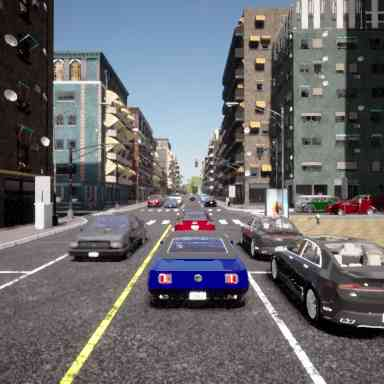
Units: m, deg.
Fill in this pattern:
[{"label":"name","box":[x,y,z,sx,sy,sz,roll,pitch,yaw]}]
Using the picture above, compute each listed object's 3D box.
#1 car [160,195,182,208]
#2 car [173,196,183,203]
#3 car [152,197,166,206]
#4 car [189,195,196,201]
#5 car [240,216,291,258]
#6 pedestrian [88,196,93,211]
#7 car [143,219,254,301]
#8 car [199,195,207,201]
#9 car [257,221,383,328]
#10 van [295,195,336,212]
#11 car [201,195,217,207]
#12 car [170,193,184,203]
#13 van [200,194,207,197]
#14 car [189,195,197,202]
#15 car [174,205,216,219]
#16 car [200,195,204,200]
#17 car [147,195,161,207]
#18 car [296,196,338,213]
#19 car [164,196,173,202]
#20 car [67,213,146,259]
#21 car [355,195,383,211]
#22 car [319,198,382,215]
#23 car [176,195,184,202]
[{"label":"car","box":[-2.993,1.566,48.647,2.033,1.411,5.357,0,0,1]},{"label":"car","box":[-2.854,1.591,68.590,1.994,1.385,4.181,0,0,0]},{"label":"car","box":[-5.552,1.566,56.294,1.887,1.381,4.507,1,0,0]},{"label":"car","box":[0.203,1.562,90.095,1.812,1.442,4.674,0,0,0]},{"label":"car","box":[2.858,1.555,12.471,2.008,1.369,4.403,1,0,0]},{"label":"pedestrian","box":[-12.437,1.348,40.663,0.375,1.860,0.375,0,0,1]},{"label":"car","box":[0.118,1.603,8.286,1.895,1.301,4.718,0,0,0]},{"label":"car","box":[2.903,1.582,89.661,1.887,1.381,4.507,1,0,0]},{"label":"car","box":[2.846,1.553,6.901,2.008,1.369,4.403,1,0,0]},{"label":"van","box":[13.848,1.296,37.459,3.998,1.788,1.690,0,0,1]},{"label":"car","box":[2.815,1.585,50.664,1.947,1.339,4.313,1,0,0]},{"label":"car","box":[-2.946,1.244,58.648,2.150,2.045,5.566,0,0,1]},{"label":"van","box":[2.880,1.373,78.520,1.690,1.788,3.998,1,0,0]},{"label":"car","box":[0.179,1.558,79.712,2.128,1.511,4.902,0,0,0]},{"label":"car","box":[0.133,1.570,17.149,1.994,1.385,4.181,0,0,0]},{"label":"car","box":[2.827,1.604,56.234,1.802,1.307,4.206,1,0,0]},{"label":"car","box":[-5.561,1.334,50.722,2.192,1.841,5.009,1,0,0]},{"label":"car","box":[13.413,1.272,34.879,4.553,1.767,2.097,0,-1,1]},{"label":"car","box":[-5.502,1.598,78.578,1.947,1.339,4.313,1,0,0]},{"label":"car","box":[-3.004,1.552,12.961,2.033,1.411,5.357,0,0,1]},{"label":"car","box":[19.375,1.228,37.407,5.009,1.841,2.192,0,0,1]},{"label":"car","box":[13.768,1.413,29.077,4.206,1.307,1.802,0,0,1]},{"label":"car","box":[-2.822,1.533,78.999,1.837,1.490,4.892,0,0,0]}]
